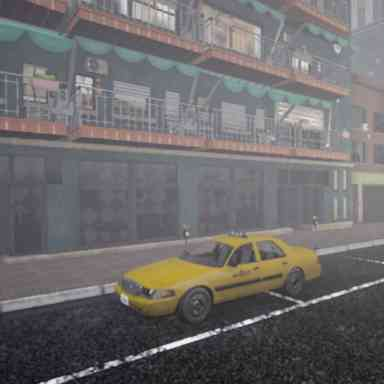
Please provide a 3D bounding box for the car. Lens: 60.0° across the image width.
[{"bbox_3d":[0.798,1.546,7.141,4.829,1.417,1.752,0,-1,-35],"label":"car"}]
